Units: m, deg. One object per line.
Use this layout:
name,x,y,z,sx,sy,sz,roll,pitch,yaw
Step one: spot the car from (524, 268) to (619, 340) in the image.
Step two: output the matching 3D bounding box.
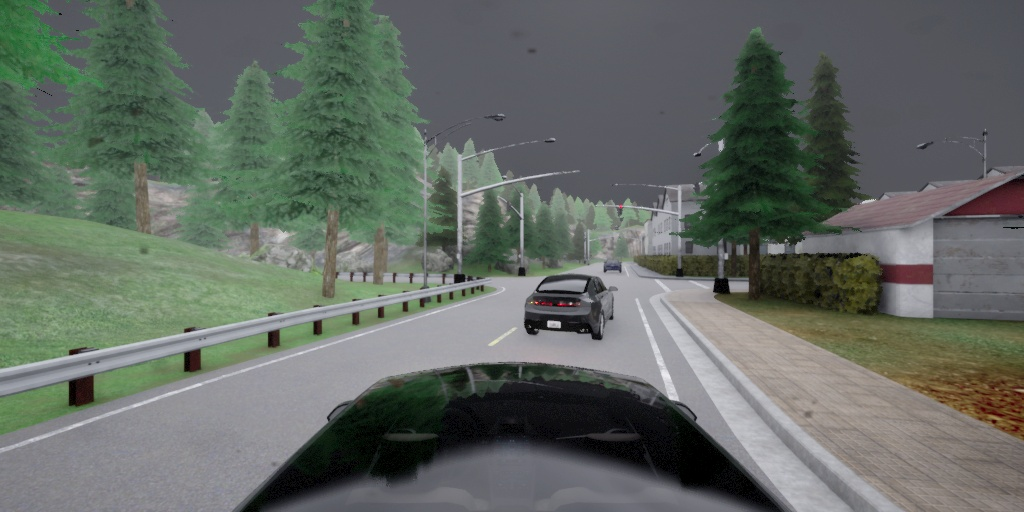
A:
car,1.785,1.254,10.130,1.837,1.490,4.892,0,0,21

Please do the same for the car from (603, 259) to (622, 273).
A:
car,12.394,1.099,44.078,2.097,1.767,4.553,0,0,17
